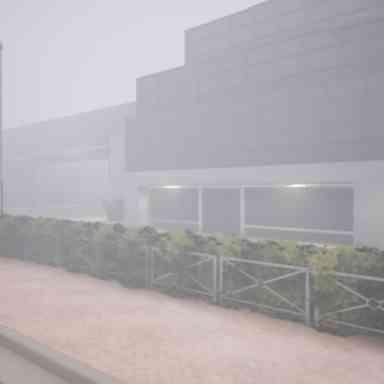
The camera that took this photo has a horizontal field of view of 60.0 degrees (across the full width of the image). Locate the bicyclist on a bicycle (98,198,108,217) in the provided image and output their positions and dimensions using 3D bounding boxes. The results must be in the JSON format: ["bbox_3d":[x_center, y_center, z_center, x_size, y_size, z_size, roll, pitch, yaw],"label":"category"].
[{"bbox_3d":[-7.148,1.279,27.186,1.656,1.620,0.582,0,0,36],"label":"bicyclist on a bicycle"}]
